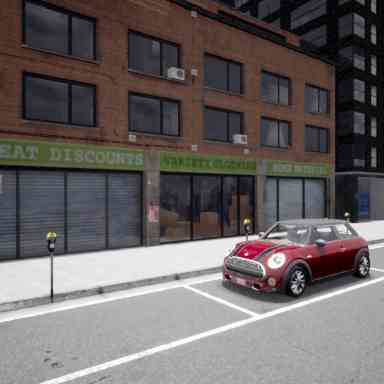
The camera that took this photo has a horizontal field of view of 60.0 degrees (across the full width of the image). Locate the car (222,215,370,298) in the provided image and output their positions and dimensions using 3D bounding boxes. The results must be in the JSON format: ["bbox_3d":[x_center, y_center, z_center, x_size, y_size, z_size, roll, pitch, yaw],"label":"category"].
[{"bbox_3d":[2.694,1.440,8.456,4.097,1.590,1.967,0,0,-35],"label":"car"}]
